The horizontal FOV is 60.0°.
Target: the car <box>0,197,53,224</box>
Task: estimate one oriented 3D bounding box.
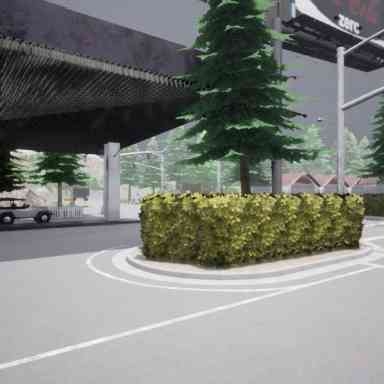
[{"bbox_3d":[-11.996,1.313,23.467,3.866,1.878,1.905,0,0,-36],"label":"car"}]
